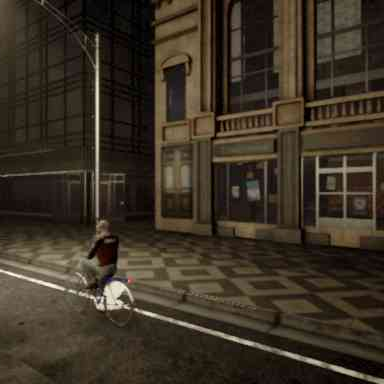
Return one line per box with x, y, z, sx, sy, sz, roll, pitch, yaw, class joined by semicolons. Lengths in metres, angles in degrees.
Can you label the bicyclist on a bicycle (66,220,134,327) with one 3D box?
-1.701;1.372;5.892;1.843;1.776;0.659;0;0;36;bicyclist on a bicycle
